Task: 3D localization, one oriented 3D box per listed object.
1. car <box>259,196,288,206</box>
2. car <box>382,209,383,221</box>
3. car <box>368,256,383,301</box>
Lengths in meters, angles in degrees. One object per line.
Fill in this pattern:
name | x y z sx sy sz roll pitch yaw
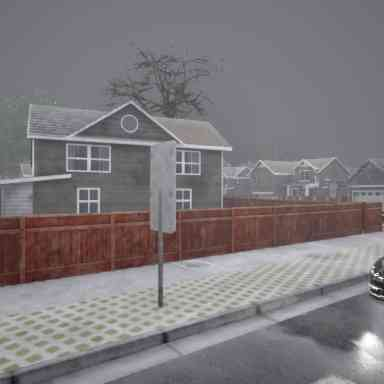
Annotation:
car | 8.862 1.234 36.225 2.097 1.767 4.553 0 0 -25
car | 13.253 1.497 26.260 1.994 1.385 4.181 0 0 -23
car | 5.692 1.506 7.121 4.892 1.490 1.837 0 0 -35
